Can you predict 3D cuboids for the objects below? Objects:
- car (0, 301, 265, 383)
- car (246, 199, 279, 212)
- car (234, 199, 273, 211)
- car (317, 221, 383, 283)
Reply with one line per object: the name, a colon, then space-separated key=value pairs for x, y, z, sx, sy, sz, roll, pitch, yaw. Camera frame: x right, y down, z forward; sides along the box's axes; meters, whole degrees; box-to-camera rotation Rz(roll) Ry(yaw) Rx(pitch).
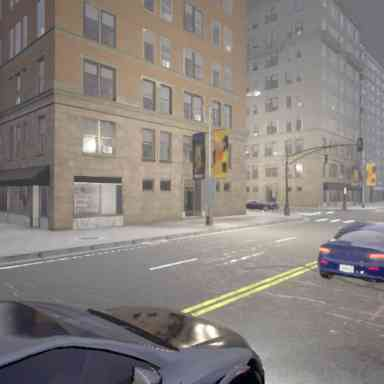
car: x=-1.192 y=1.564 z=2.402 sx=1.994 sy=1.385 sz=4.181 roll=0 pitch=0 yaw=43
car: x=7.708 y=1.591 z=38.811 sx=4.718 sy=1.301 sz=1.895 roll=0 pitch=0 yaw=43
car: x=7.867 y=1.600 z=42.712 sx=4.718 sy=1.301 sz=1.895 roll=0 pitch=0 yaw=43
car: x=4.992 y=1.528 z=9.042 sx=1.812 sy=1.442 sz=4.674 roll=0 pitch=0 yaw=43
